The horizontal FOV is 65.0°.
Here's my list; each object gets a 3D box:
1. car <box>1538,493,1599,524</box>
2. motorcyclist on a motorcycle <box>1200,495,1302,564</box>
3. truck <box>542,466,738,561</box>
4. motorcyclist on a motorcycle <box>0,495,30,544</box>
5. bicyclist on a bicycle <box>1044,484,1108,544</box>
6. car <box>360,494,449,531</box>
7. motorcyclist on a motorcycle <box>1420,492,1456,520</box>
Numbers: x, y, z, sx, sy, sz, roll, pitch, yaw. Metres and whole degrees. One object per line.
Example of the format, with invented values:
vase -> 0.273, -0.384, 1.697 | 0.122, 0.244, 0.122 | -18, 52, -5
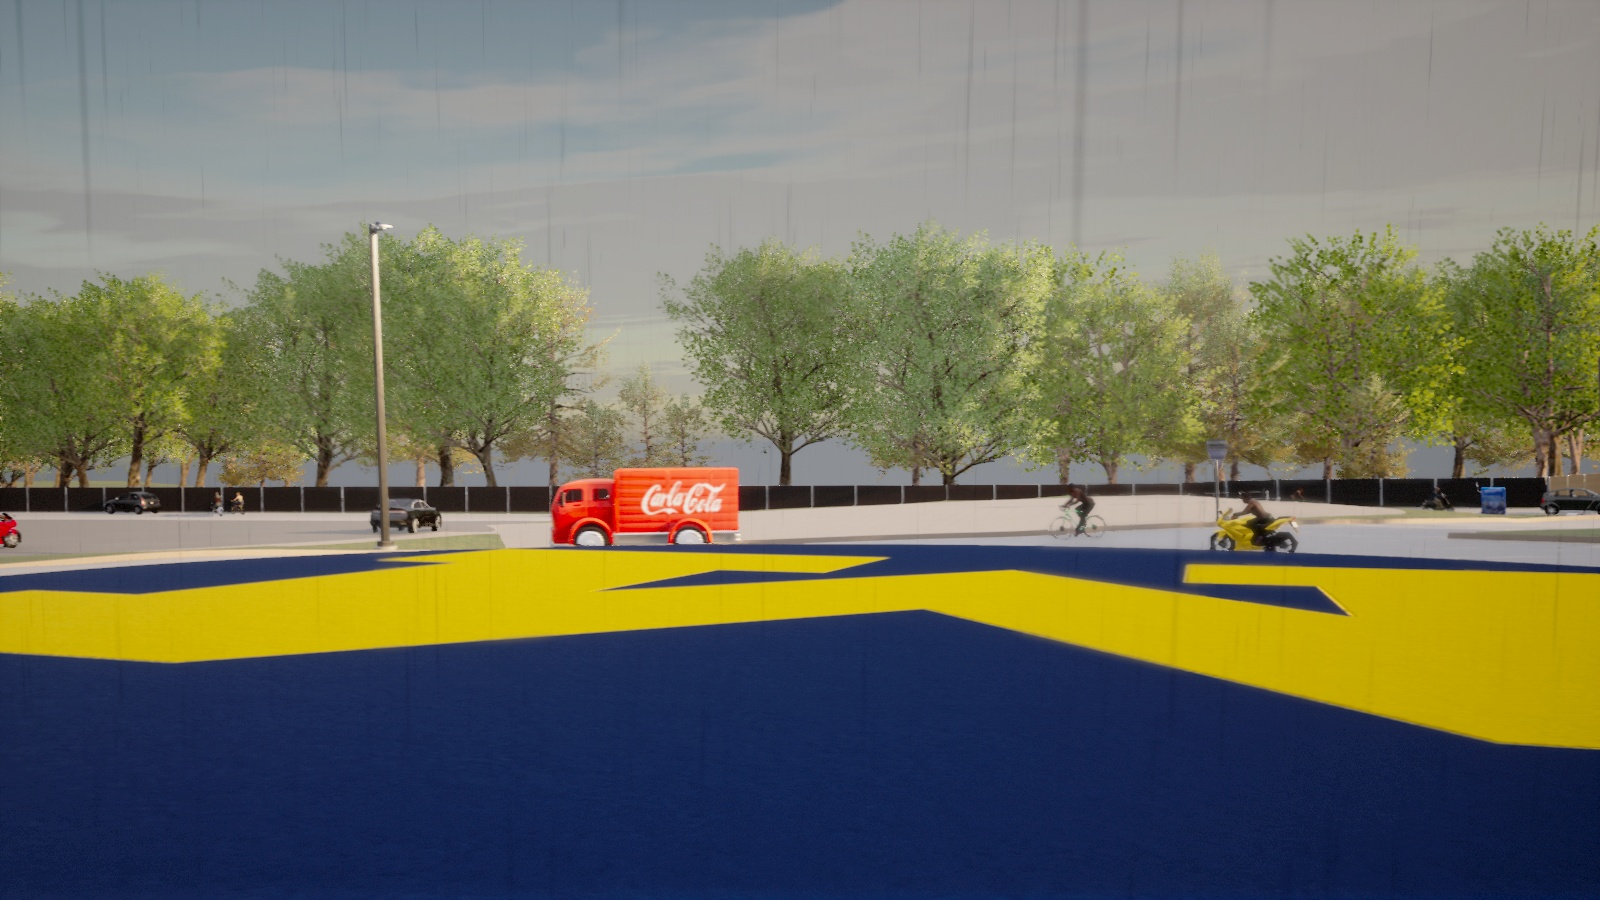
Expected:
car -> 43.637, 3.253, 70.375 | 3.705, 1.549, 1.789 | -1, 1, 36
motorcyclist on a motorcycle -> 10.364, 1.805, 28.871 | 2.044, 1.523, 0.797 | -1, -3, 38
truck -> -4.364, 1.710, 34.898 | 5.204, 2.467, 2.627 | 0, -1, -4
motorcyclist on a motorcycle -> -25.675, 2.199, 39.759 | 0.797, 1.523, 2.044 | -2, -3, 31
bicyclist on a bicycle -> 7.897, 1.834, 35.976 | 1.656, 1.620, 0.582 | -2, 0, -6
car -> -17.534, 2.751, 55.941 | 2.128, 1.511, 4.902 | 1, -2, 3
motorcyclist on a motorcycle -> 37.575, 3.291, 73.993 | 1.817, 1.590, 0.866 | -1, 1, 25
